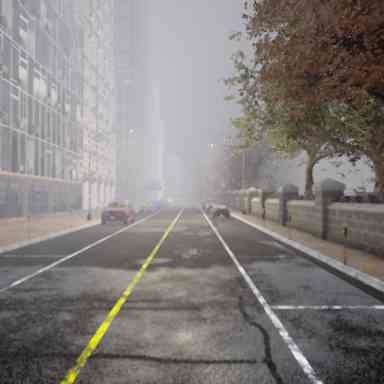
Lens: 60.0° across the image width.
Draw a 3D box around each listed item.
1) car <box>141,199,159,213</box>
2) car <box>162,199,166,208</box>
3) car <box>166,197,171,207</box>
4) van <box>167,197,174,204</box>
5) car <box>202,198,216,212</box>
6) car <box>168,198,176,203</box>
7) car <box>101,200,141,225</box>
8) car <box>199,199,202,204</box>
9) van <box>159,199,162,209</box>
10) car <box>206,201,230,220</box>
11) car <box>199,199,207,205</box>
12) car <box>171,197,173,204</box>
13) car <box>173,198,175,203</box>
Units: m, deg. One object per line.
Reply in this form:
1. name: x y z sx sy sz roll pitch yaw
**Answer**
1. car: -5.834 2.000 43.547 2.008 1.369 4.403 0 -1 0
2. car: -5.835 2.121 54.668 1.947 1.339 4.313 0 -1 0
3. car: -5.835 2.097 65.791 1.967 1.590 4.097 0 -1 0
4. van: -5.691 2.188 88.031 1.690 1.788 3.998 0 0 0
5. car: 2.692 1.886 43.285 1.967 1.590 4.097 0 -1 0
6. car: -5.663 2.458 93.571 1.947 1.339 4.313 1 0 1
7. car: -5.831 1.596 26.869 2.192 1.841 5.009 0 -1 0
8. car: 2.692 1.868 54.405 2.192 1.841 5.009 0 -1 0
9. van: -5.833 1.844 49.110 1.690 1.788 3.998 0 -1 0
10. car: 2.692 1.886 32.164 2.008 1.369 4.403 0 -1 0
11. car: 2.687 2.380 82.203 1.802 1.307 4.206 0 0 0
12. car: -5.837 2.271 71.349 1.947 1.339 4.313 0 -1 0
13. car: -5.702 2.324 82.300 1.752 1.417 4.829 0 0 0
